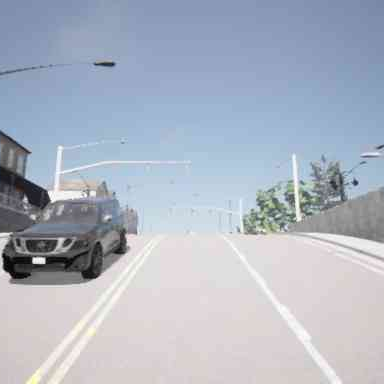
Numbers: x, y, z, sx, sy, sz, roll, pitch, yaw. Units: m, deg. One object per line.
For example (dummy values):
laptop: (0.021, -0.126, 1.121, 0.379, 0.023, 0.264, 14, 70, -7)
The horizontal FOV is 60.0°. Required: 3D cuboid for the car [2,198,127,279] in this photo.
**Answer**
car: (-3.525, 1.234, 10.465, 2.150, 2.045, 5.566, 0, 0, 0)
